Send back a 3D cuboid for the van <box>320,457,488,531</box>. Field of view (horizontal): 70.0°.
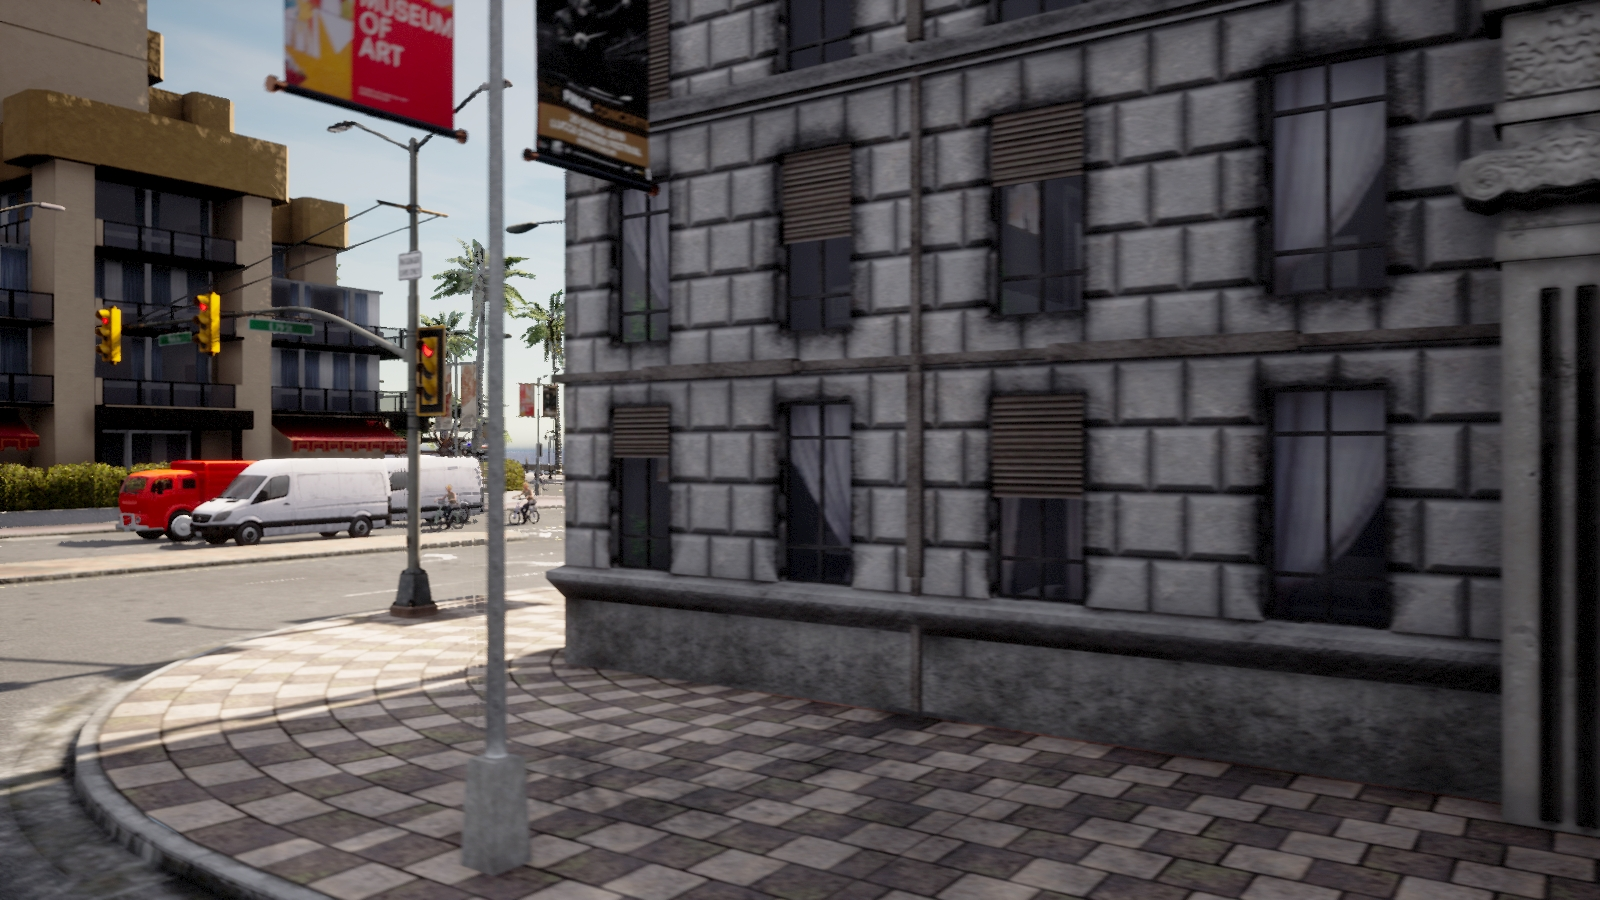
[{"bbox_3d":[-14.691,1.548,42.783,1.988,2.561,5.915,0,0,35],"label":"van"}]

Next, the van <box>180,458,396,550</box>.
[{"bbox_3d":[-15.656,1.546,35.319,1.988,2.561,5.915,0,0,35],"label":"van"}]

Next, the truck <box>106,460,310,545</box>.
[{"bbox_3d":[-18.924,1.581,36.761,2.627,2.467,5.204,0,0,34],"label":"truck"}]

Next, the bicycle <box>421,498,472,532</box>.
[{"bbox_3d":[-12.378,2.268,40.065,0.859,1.080,1.487,0,0,35],"label":"bicycle"}]
